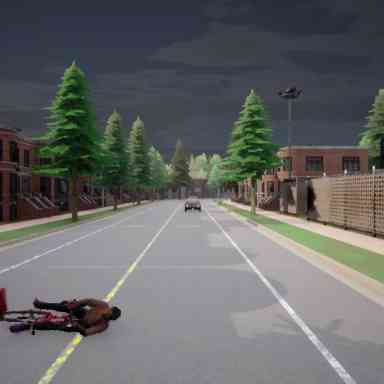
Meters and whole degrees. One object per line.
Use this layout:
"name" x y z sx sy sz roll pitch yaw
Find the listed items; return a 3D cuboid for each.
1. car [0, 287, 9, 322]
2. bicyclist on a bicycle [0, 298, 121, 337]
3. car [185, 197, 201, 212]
"car" -3.618 1.601 2.624 1.895 1.301 4.718 0 0 0
"bicyclist on a bicycle" -1.918 1.937 5.060 1.620 0.582 1.656 -1 -29 -8
"car" 0.097 1.601 39.312 1.895 1.301 4.718 0 0 0
